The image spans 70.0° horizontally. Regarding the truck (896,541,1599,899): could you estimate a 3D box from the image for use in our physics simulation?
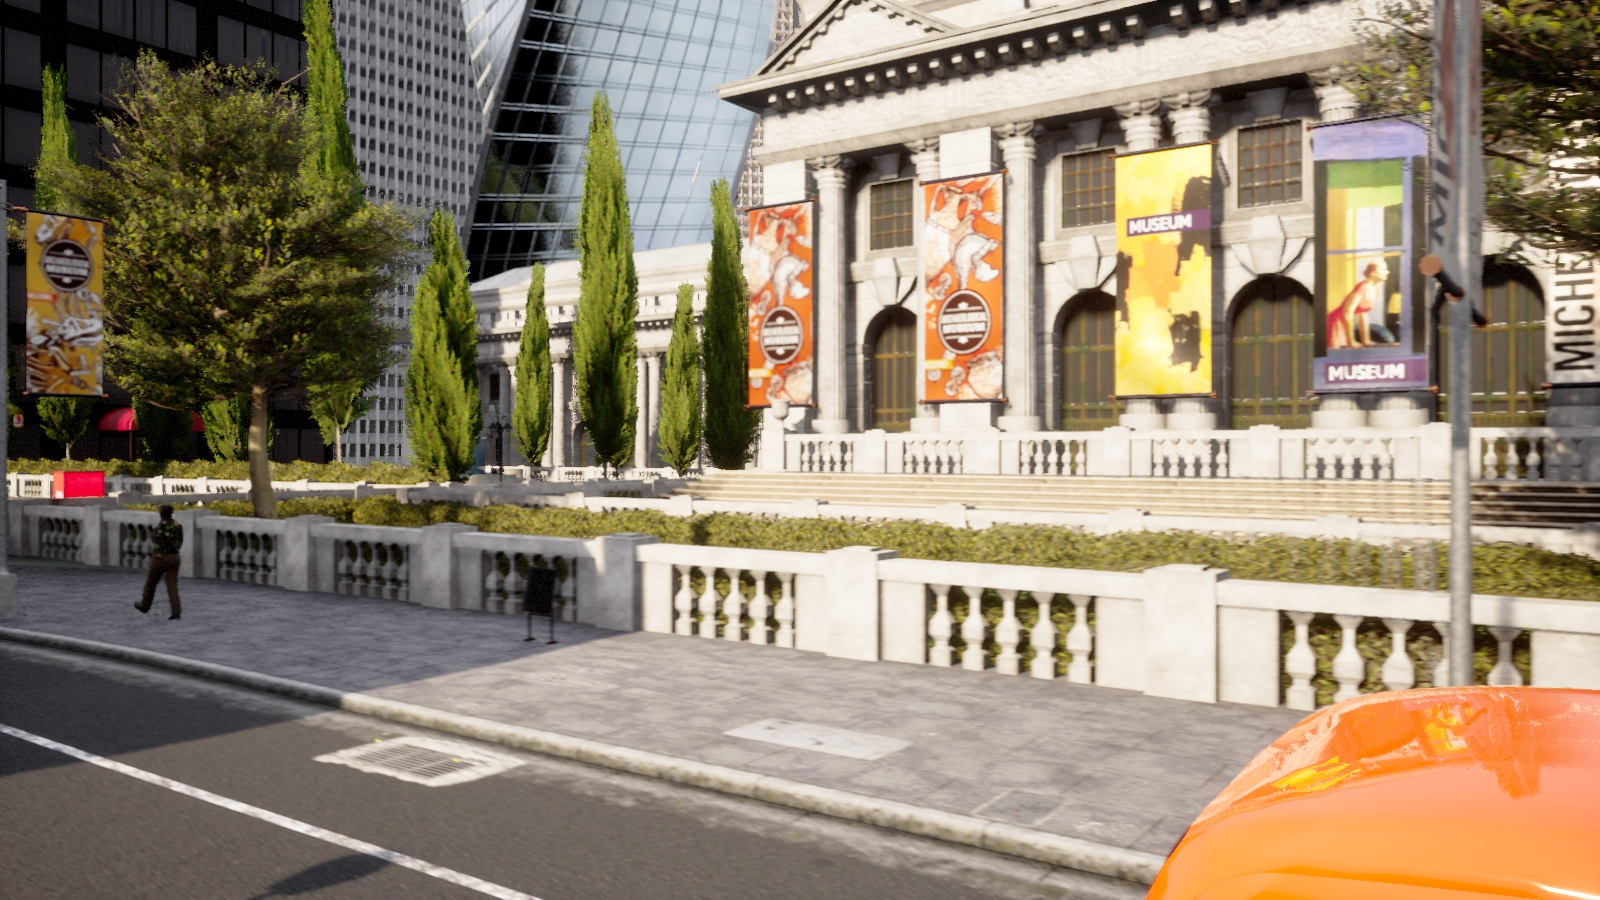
[{"bbox_3d":[3.058,1.568,1.645,5.204,2.467,2.627,0,0,35],"label":"truck"}]

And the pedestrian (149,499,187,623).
[{"bbox_3d":[-9.725,1.696,17.574,0.375,1.860,0.375,0,0,30],"label":"pedestrian"}]
